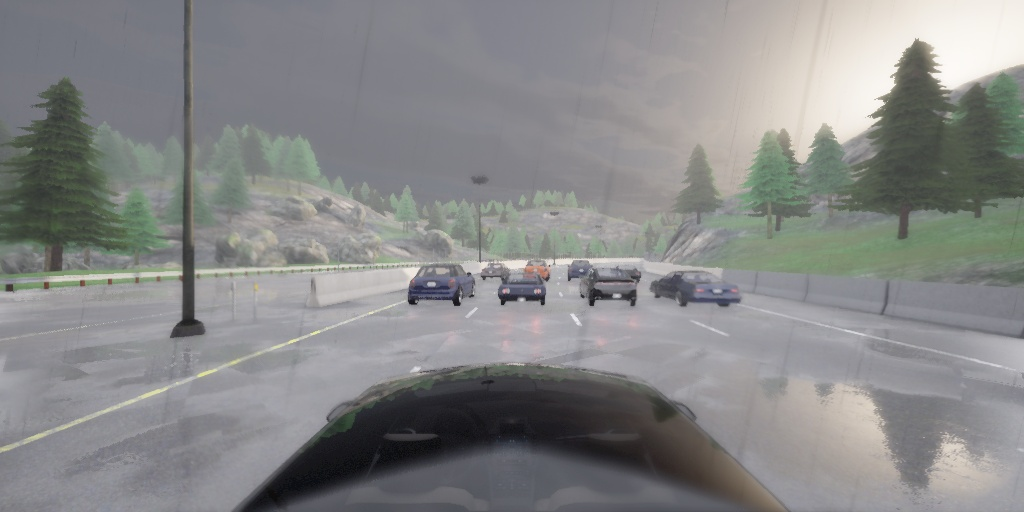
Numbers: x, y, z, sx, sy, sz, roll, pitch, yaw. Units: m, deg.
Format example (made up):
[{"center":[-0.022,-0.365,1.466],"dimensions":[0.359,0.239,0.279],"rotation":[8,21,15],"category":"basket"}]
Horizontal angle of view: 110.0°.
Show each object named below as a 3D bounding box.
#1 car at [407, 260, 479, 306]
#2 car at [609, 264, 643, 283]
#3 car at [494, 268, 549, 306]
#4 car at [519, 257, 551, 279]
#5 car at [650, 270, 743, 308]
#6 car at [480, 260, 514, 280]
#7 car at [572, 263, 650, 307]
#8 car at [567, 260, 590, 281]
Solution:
[{"center":[-2.955,1.116,16.018],"dimensions":[2.097,1.767,4.553],"rotation":[0,0,4],"category":"car"},{"center":[9.078,1.366,29.009],"dimensions":[1.895,1.301,4.718],"rotation":[0,0,9],"category":"car"},{"center":[0.540,1.366,15.814],"dimensions":[1.895,1.301,4.718],"rotation":[0,0,4],"category":"car"},{"center":[2.148,1.116,30.000],"dimensions":[2.097,1.767,4.553],"rotation":[0,0,9],"category":"car"},{"center":[7.518,1.313,15.259],"dimensions":[2.033,1.411,5.357],"rotation":[0,0,4],"category":"car"},{"center":[-1.308,1.313,30.555],"dimensions":[2.033,1.411,5.357],"rotation":[0,0,9],"category":"car"},{"center":[4.028,1.245,15.522],"dimensions":[2.128,1.511,4.902],"rotation":[0,0,4],"category":"car"},{"center":[5.609,1.116,29.475],"dimensions":[2.097,1.767,4.553],"rotation":[0,0,9],"category":"car"}]
